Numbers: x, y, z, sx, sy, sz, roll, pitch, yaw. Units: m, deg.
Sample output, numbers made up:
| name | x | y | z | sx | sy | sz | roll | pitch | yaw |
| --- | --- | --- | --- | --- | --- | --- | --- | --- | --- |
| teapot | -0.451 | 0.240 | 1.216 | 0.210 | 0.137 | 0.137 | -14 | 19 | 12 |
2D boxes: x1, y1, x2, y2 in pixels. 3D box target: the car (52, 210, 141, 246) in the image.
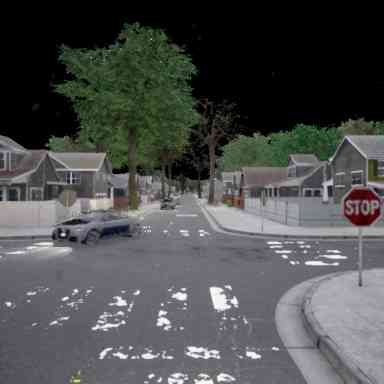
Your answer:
| name | x | y | z | sx | sy | sz | roll | pitch | yaw |
| --- | --- | --- | --- | --- | --- | --- | --- | --- | --- |
| car | -4.292 | 1.571 | 15.527 | 1.994 | 1.385 | 4.181 | 1 | 1 | 32 |

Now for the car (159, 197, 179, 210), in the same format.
| name | x | y | z | sx | sy | sz | roll | pitch | yaw |
| --- | --- | --- | --- | --- | --- | --- | --- | --- | --- |
| car | -2.944 | 1.539 | 41.894 | 1.837 | 1.490 | 4.892 | 0 | 0 | 0 |
